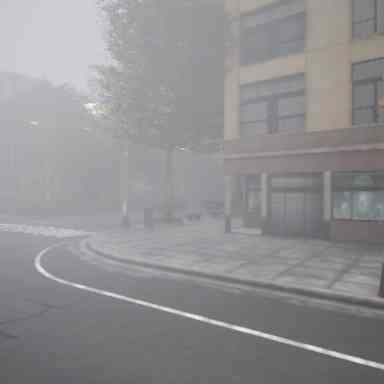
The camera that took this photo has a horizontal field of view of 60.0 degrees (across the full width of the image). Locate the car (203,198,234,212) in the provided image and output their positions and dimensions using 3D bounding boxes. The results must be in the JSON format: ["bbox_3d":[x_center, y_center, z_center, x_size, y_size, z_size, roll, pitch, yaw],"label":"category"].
[{"bbox_3d":[3.222,1.493,38.893,2.128,1.511,4.902,0,0,36],"label":"car"}]

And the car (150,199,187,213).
[{"bbox_3d":[-2.565,1.478,36.944,1.882,1.535,5.008,0,0,35],"label":"car"}]
